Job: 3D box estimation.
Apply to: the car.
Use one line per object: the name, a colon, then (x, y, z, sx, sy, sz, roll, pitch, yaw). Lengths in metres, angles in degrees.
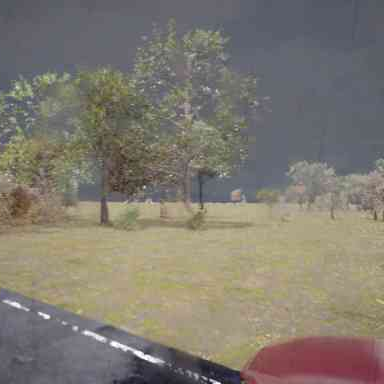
car: (2.508, 1.684, 2.111, 4.674, 1.442, 1.812, -1, -3, 37)
